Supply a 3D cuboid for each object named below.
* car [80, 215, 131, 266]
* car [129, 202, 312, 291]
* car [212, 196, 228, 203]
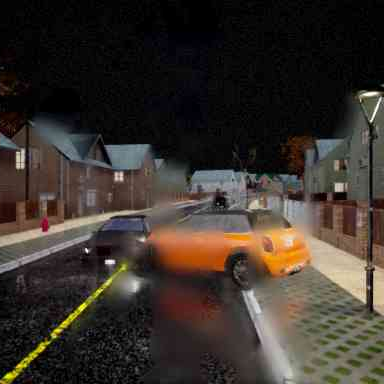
[{"bbox_3d":[-2.249,1.529,11.819,2.033,1.411,5.357,0,0,0],"label":"car"},{"bbox_3d":[0.632,1.268,8.833,4.553,1.767,2.097,-5,-3,44],"label":"car"},{"bbox_3d":[3.704,1.280,44.143,1.812,1.442,4.674,0,1,11],"label":"car"}]
